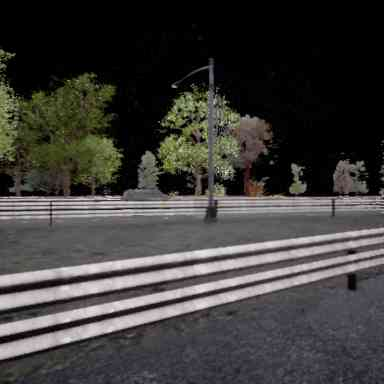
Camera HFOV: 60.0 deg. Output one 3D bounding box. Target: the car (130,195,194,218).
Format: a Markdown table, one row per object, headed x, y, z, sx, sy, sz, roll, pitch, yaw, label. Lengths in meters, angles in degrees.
| x | y | z | sx | sy | sz | roll | pitch | yaw | label |
| --- | --- | --- | --- | --- | --- | --- | --- | --- | --- |
| -2.099 | 1.162 | 25.928 | 4.674 | 1.442 | 1.812 | 0 | 0 | -22 | car |

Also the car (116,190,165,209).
| x | y | z | sx | sy | sz | roll | pitch | yaw | label |
| --- | --- | --- | --- | --- | --- | --- | --- | --- | --- |
| -3.474 | 0.838 | 29.133 | 5.566 | 2.045 | 2.150 | 0 | 0 | -22 | car |

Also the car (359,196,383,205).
| x | y | z | sx | sy | sz | roll | pitch | yaw | label |
| --- | --- | --- | --- | --- | --- | --- | --- | --- | --- |
| 24.077 | 1.259 | 43.592 | 4.674 | 1.442 | 1.812 | 0 | 0 | -20 | car |

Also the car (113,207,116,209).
| x | y | z | sx | sy | sz | roll | pitch | yaw | label |
| --- | --- | --- | --- | --- | --- | --- | --- | --- | --- |
| -4.925 | 1.184 | 32.399 | 5.357 | 1.411 | 2.033 | 0 | 0 | -22 | car |
